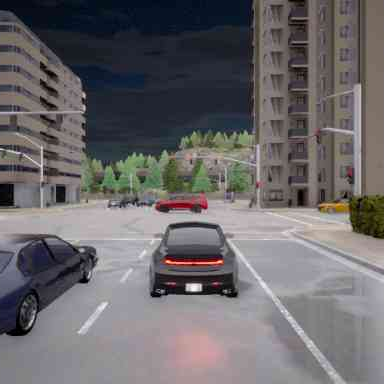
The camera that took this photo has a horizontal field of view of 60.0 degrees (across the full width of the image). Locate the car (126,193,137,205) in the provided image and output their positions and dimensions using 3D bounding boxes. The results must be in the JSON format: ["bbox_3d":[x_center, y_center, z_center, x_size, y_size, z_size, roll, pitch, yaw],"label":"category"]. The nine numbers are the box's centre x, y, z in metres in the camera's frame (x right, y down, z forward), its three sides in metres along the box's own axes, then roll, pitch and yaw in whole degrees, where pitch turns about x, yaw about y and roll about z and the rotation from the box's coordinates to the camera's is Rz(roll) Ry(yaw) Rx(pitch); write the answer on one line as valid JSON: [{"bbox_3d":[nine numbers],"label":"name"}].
[{"bbox_3d":[-10.679,1.221,57.455,2.150,2.045,5.566,0,0,0],"label":"car"}]

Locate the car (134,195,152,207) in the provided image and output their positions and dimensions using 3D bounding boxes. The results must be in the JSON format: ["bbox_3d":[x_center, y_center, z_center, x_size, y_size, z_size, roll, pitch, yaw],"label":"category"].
[{"bbox_3d":[-7.167,1.564,50.946,1.994,1.385,4.181,0,0,0],"label":"car"}]

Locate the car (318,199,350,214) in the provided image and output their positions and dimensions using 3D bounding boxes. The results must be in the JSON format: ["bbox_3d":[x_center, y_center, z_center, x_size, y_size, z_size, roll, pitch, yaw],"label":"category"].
[{"bbox_3d":[15.713,1.478,34.676,5.008,1.535,1.882,0,0,0],"label":"car"}]

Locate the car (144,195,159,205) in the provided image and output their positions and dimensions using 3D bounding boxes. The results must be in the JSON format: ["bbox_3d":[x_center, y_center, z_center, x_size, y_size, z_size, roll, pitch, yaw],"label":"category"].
[{"bbox_3d":[-7.177,1.352,59.524,2.097,1.767,4.553,0,0,0],"label":"car"}]

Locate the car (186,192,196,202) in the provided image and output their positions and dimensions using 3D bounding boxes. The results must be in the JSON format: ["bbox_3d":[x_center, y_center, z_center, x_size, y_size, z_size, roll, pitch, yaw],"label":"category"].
[{"bbox_3d":[-0.134,1.064,73.052,2.150,2.045,5.566,0,0,0],"label":"car"}]

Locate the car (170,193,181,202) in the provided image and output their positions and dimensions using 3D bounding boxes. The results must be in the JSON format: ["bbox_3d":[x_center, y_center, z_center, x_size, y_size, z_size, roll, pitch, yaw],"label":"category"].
[{"bbox_3d":[-3.634,1.194,72.985,2.097,1.767,4.553,0,0,0],"label":"car"}]

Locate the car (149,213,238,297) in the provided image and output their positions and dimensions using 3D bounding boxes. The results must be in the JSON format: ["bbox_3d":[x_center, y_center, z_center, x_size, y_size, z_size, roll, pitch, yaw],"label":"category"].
[{"bbox_3d":[0.048,1.505,8.528,1.837,1.490,4.892,0,0,0],"label":"car"}]

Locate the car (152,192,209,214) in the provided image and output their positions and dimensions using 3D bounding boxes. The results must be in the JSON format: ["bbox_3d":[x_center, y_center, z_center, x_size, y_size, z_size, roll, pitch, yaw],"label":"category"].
[{"bbox_3d":[-1.045,1.223,34.817,5.566,2.045,2.150,0,0,1],"label":"car"}]

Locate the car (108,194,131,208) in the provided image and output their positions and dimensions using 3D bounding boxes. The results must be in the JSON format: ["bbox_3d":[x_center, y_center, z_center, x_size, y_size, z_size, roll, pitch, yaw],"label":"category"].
[{"bbox_3d":[-10.671,1.491,47.589,2.128,1.511,4.902,0,0,0],"label":"car"}]

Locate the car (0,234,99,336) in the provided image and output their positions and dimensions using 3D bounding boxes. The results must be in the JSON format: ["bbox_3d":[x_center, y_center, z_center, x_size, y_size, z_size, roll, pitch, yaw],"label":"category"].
[{"bbox_3d":[-3.462,1.547,6.598,2.033,1.411,5.357,0,0,0],"label":"car"}]

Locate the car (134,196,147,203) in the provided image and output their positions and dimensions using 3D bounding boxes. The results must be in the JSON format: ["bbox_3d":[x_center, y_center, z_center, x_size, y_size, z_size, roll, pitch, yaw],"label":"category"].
[{"bbox_3d":[-10.624,1.564,68.366,1.994,1.385,4.181,0,0,0],"label":"car"}]
